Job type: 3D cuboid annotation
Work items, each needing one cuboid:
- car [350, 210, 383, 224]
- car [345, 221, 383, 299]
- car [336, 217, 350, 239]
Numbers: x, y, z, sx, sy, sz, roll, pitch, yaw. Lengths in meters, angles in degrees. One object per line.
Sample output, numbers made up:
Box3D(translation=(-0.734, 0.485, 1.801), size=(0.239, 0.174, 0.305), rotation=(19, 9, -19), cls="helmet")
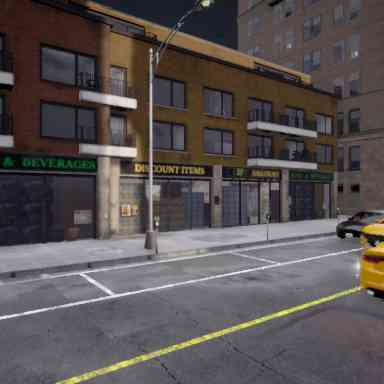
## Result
Box3D(translation=(8.454, 1.478, 12.810), size=(5.008, 1.535, 1.882), rotation=(0, 0, -35), cls="car")
Box3D(translation=(5.615, 1.478, 7.165), size=(5.008, 1.535, 1.882), rotation=(1, -1, -35), cls="car")
Box3D(translation=(8.836, 1.567, 16.200), size=(4.313, 1.339, 1.947), rotation=(0, 0, -35), cls="car")
